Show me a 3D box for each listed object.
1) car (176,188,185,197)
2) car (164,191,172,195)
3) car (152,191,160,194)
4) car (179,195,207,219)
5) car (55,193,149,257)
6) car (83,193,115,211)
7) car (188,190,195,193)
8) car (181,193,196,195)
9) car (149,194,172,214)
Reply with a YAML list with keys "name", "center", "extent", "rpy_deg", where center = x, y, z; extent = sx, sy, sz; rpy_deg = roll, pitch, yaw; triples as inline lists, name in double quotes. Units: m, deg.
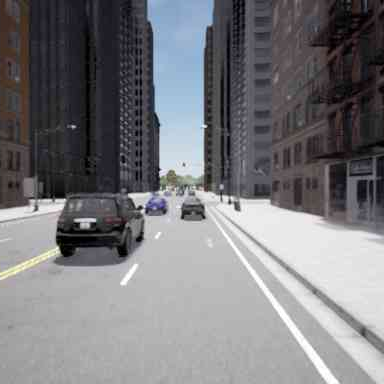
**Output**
- name: "car"
  center: [-3.295, 0.460, 88.231]
  extent: [2.128, 1.511, 4.902]
  rpy_deg: [0, 1, 0]
- name: "car"
  center: [-6.546, 0.474, 90.123]
  extent: [1.882, 1.535, 5.008]
  rpy_deg: [0, 1, 0]
- name: "car"
  center: [-9.796, 0.523, 90.121]
  extent: [1.812, 1.442, 4.674]
  rpy_deg: [0, 1, 0]
- name: "car"
  center: [0.089, 1.222, 26.153]
  extent: [1.837, 1.490, 4.892]
  rpy_deg: [0, 1, 0]
- name: "car"
  center: [-3.155, 1.085, 12.499]
  extent: [2.150, 2.045, 5.566]
  rpy_deg: [0, 0, 0]
- name: "car"
  center: [-9.793, 0.973, 35.398]
  extent: [2.097, 1.767, 4.553]
  rpy_deg: [0, 1, 0]
- name: "car"
  center: [-0.045, 0.312, 88.999]
  extent: [2.097, 1.767, 4.553]
  rpy_deg: [0, 1, 0]
- name: "car"
  center: [0.041, 1.141, 37.202]
  extent: [2.033, 1.411, 5.357]
  rpy_deg: [0, 1, 0]
- name: "car"
  center: [-3.165, 1.197, 30.537]
  extent: [1.812, 1.442, 4.674]
  rpy_deg: [0, 1, 0]
